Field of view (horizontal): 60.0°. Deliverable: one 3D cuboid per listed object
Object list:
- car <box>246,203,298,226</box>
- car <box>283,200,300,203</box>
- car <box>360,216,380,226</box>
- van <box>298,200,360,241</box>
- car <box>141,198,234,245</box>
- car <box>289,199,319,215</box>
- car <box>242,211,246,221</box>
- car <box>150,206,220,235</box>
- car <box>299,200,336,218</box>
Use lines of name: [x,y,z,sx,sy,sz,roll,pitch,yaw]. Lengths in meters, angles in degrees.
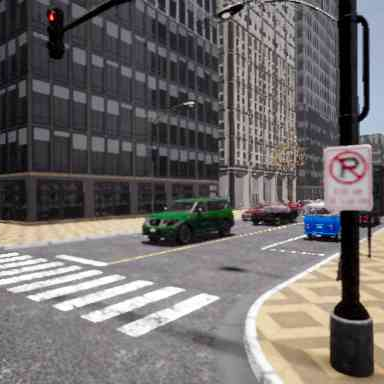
car: [6.203,1.727,24.931,1.895,1.301,4.718,-1,0,38]
car: [9.224,1.698,32.900,1.887,1.381,4.507,-1,0,38]
car: [12.069,1.515,23.684,1.967,1.590,4.097,-1,0,38]
van: [7.103,1.412,17.058,1.690,1.788,3.998,-1,0,38]
car: [-0.001,1.345,16.854,2.150,2.045,5.566,-1,0,39]
car: [12.619,1.596,37.308,1.967,1.590,4.097,-1,0,38]
car: [5.829,1.733,28.493,1.802,1.307,4.206,-1,0,38]
car: [-0.283,1.675,20.773,1.752,1.417,4.829,-1,0,38]
car: [12.571,1.622,33.182,2.128,1.511,4.902,-1,0,38]
